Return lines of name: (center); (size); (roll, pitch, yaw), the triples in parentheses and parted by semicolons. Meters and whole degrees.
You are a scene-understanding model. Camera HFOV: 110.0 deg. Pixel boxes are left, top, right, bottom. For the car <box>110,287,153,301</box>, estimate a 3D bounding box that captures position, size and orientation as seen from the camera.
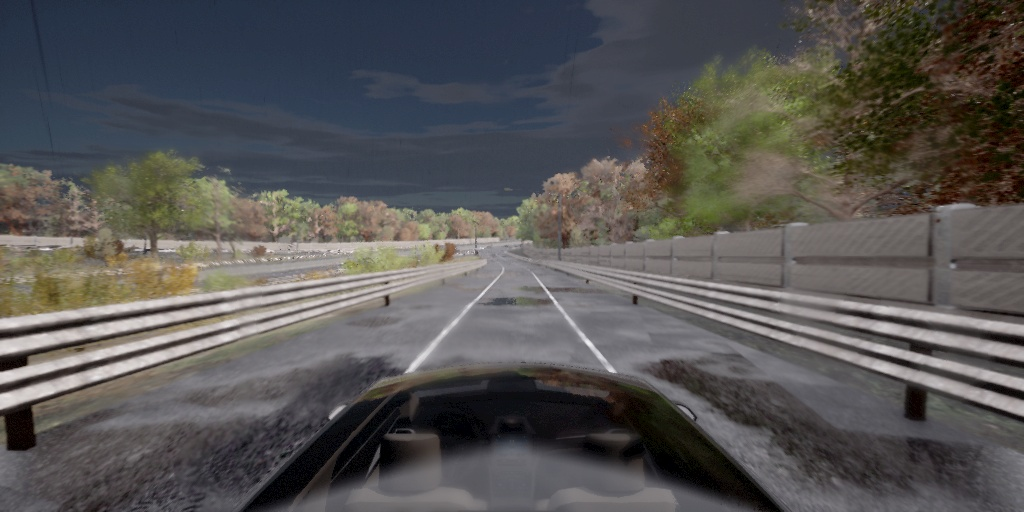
car: (-42.069, 4.310, 40.171); (2.097, 1.767, 4.553); (1, 4, 16)
